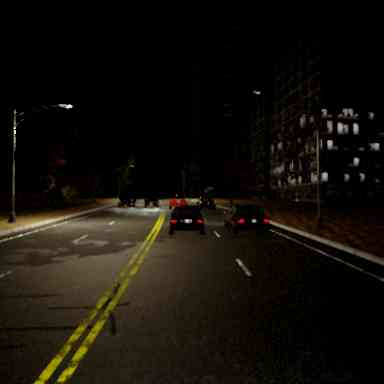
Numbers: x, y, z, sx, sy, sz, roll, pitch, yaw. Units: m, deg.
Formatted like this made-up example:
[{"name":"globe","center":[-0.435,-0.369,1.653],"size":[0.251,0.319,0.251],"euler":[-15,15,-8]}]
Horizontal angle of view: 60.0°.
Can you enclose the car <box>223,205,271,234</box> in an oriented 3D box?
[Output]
[{"name":"car","center":[2.917,1.450,18.648],"size":[2.033,1.411,5.357],"euler":[0,0,-2]}]

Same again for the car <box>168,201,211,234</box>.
[{"name":"car","center":[-0.331,1.447,18.490],"size":[2.033,1.411,5.357],"euler":[0,0,-2]}]

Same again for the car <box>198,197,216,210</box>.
[{"name":"car","center":[1.630,1.350,39.775],"size":[2.033,1.411,5.357],"euler":[0,0,-5]}]

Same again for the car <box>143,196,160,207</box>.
[{"name":"car","center":[-5.408,1.269,44.706],"size":[2.128,1.511,4.902],"euler":[0,0,-5]}]

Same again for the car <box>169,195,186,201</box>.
[{"name":"car","center":[-1.749,1.140,40.905],"size":[2.097,1.767,4.553],"euler":[0,0,-5]}]

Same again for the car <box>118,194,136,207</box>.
[{"name":"car","center":[-8.646,1.144,44.432],"size":[2.097,1.767,4.553],"euler":[0,0,-5]}]
